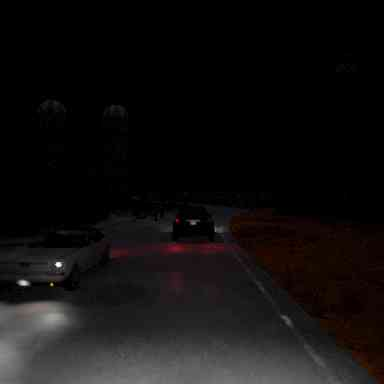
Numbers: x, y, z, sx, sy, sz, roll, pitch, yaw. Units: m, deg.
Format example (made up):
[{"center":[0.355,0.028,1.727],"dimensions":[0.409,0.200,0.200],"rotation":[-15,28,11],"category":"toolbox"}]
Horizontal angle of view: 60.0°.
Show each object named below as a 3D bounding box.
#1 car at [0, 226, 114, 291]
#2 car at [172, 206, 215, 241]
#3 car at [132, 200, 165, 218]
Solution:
[{"center":[-3.640,1.689,9.410],"dimensions":[1.895,1.301,4.718],"rotation":[0,-1,0],"category":"car"},{"center":[0.139,1.549,18.166],"dimensions":[2.097,1.767,4.553],"rotation":[0,-1,2],"category":"car"},{"center":[-3.093,1.387,24.732],"dimensions":[1.837,1.490,4.892],"rotation":[0,-1,6],"category":"car"}]
